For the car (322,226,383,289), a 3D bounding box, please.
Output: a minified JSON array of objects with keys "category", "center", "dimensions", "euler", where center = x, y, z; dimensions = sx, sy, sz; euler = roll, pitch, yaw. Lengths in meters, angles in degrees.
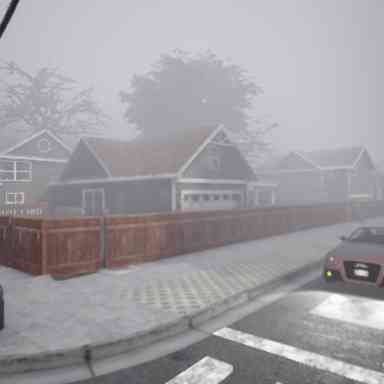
[{"category":"car","center":[5.121,1.639,9.010],"dimensions":[1.994,1.385,4.181],"euler":[-1,-1,41]}]
